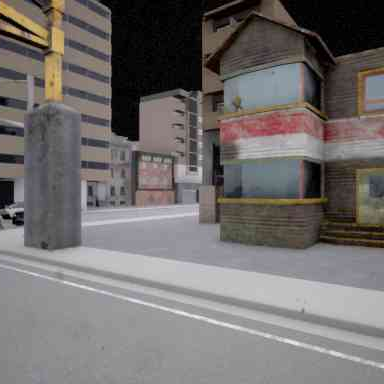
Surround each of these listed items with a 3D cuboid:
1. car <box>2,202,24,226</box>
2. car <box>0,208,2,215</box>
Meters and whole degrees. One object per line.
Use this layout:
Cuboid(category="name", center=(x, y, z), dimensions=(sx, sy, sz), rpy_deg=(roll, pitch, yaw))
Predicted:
Cuboid(category="car", center=(-10.111, 1.453, 23.009), dimensions=(2.038, 1.542, 4.974), rpy_deg=(0, 0, 15))
Cuboid(category="car", center=(-13.269, 1.295, 25.708), dimensions=(4.536, 1.218, 1.853), rpy_deg=(0, 0, -30))
